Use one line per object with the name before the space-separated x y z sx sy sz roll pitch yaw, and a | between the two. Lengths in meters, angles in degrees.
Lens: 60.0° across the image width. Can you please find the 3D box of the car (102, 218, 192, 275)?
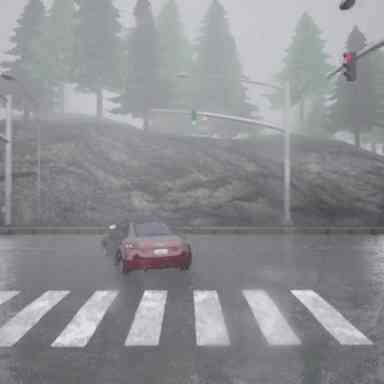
car | -1.560 1.499 10.444 1.994 1.385 4.181 0 0 -22
